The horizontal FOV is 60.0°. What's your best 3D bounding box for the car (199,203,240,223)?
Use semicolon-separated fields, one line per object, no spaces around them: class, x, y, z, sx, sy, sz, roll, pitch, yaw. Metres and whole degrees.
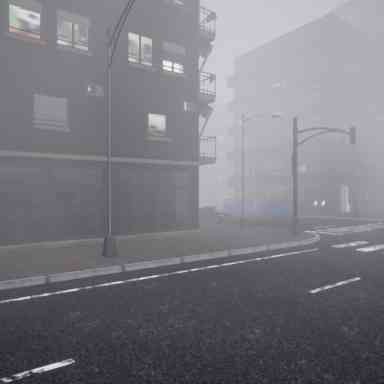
car;1.788;1.873;28.654;1.802;1.307;4.206;-1;0;-36

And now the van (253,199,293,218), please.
van;8.528;1.601;33.571;1.690;1.788;3.998;-1;0;-36

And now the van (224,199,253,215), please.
van;5.213;1.675;38.087;1.690;1.788;3.998;-1;0;-36

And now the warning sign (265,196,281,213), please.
warning sign;9.019;1.399;36.960;1.300;1.860;1.060;1;0;-36
